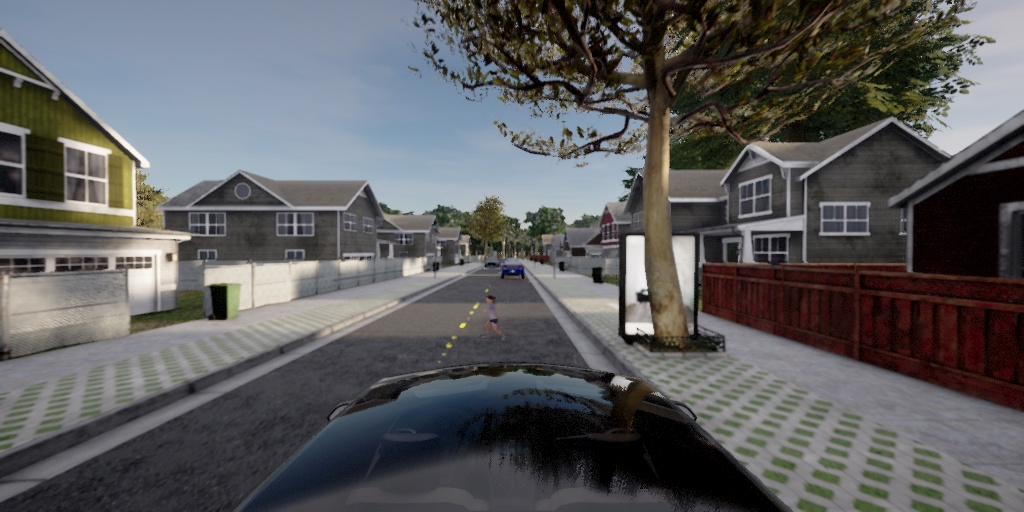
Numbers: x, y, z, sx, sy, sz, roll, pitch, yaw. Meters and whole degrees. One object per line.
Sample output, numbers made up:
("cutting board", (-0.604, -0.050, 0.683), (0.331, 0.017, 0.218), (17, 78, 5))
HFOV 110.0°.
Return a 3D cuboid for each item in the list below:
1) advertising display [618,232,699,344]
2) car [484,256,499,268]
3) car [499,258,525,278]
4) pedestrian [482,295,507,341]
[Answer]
("advertising display", (3.009, 0.739, 7.429), (1.540, 2.440, 0.280), (0, 0, 0))
("car", (-2.834, 0.823, 52.199), (2.097, 1.767, 4.553), (0, 0, 0))
("car", (0.084, 1.054, 31.163), (1.882, 1.535, 5.008), (0, 0, 0))
("pedestrian", (-0.429, 1.385, 8.220), (0.500, 1.100, 0.500), (0, 1, -8))
